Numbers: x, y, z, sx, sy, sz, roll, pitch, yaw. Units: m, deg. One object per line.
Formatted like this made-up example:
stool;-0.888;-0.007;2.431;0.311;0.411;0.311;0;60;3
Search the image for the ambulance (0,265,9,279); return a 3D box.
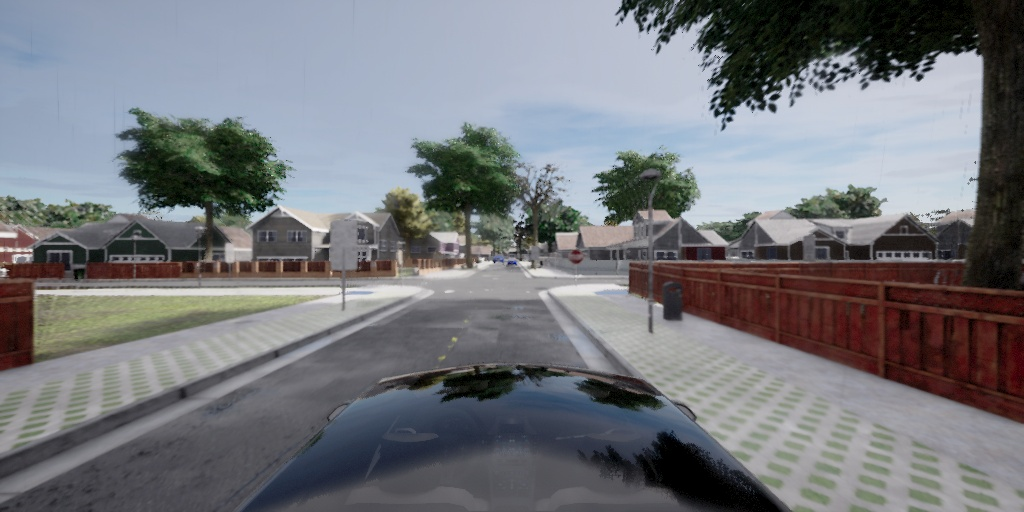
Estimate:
ambulance;-39.676;0.992;25.221;6.366;2.431;2.351;0;0;0
